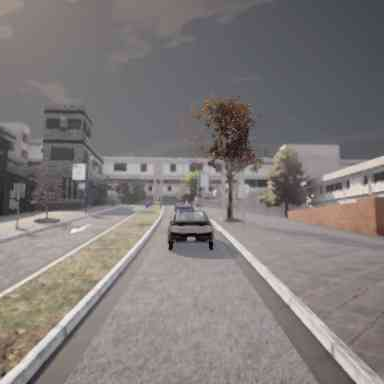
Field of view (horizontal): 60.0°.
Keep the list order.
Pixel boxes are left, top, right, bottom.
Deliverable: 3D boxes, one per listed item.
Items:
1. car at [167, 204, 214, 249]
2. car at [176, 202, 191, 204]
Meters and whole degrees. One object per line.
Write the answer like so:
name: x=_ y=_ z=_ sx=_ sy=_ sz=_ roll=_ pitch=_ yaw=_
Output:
car: x=-0.089 y=1.522 z=14.732 sx=2.128 sy=1.511 sz=4.902 roll=0 pitch=0 yaw=-1
car: x=-0.846 y=1.665 z=32.684 sx=1.895 sy=1.301 sz=4.718 roll=0 pitch=0 yaw=-3
